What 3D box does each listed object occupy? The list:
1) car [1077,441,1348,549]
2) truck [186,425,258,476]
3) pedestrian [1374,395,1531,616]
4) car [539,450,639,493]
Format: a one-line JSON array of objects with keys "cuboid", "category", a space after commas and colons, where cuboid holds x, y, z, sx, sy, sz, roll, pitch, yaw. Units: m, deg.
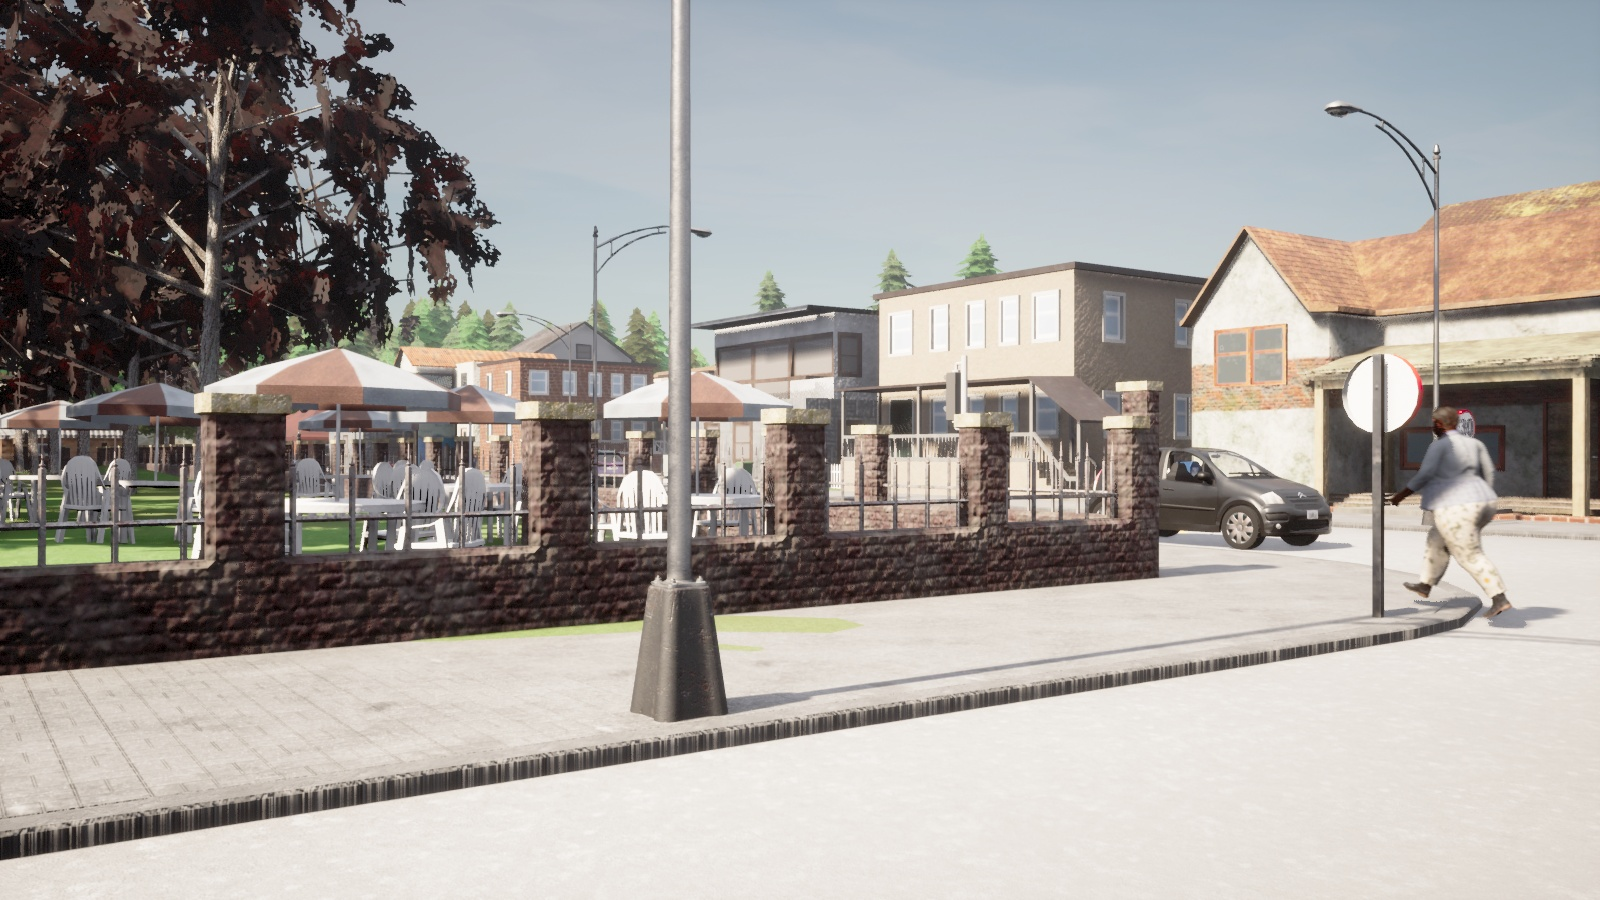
[{"cuboid": [6.791, 0.680, 21.041, 1.851, 1.617, 3.988, 0, 0, -35], "category": "car"}, {"cuboid": [-41.321, 0.070, 89.628, 2.891, 3.462, 7.936, 0, 0, -38], "category": "truck"}, {"cuboid": [5.780, 0.464, 11.144, 0.874, 1.855, 0.900, 0, 0, -28], "category": "pedestrian"}, {"cuboid": [-8.432, 0.814, 49.772, 2.033, 1.649, 4.856, 0, 0, -35], "category": "car"}]
